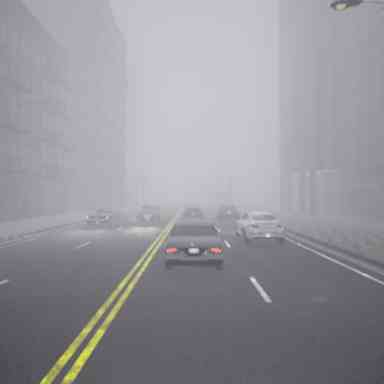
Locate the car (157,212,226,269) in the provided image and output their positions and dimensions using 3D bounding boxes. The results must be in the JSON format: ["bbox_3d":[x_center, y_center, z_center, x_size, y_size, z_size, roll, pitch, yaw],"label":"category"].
[{"bbox_3d":[0.064,1.656,11.503,2.033,1.411,5.357,0,-1,0],"label":"car"}]

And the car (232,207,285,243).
[{"bbox_3d":[3.343,1.685,16.823,1.812,1.442,4.674,0,-1,0],"label":"car"}]

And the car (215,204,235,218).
[{"bbox_3d":[3.334,1.870,32.049,1.994,1.385,4.181,0,-1,0],"label":"car"}]

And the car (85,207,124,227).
[{"bbox_3d":[-6.603,1.842,25.386,1.895,1.301,4.718,0,-1,0],"label":"car"}]

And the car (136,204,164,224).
[{"bbox_3d":[-3.352,1.753,27.378,2.128,1.511,4.902,0,-1,0],"label":"car"}]

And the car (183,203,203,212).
[{"bbox_3d":[0.085,1.836,32.469,1.812,1.442,4.674,0,-1,0],"label":"car"}]
